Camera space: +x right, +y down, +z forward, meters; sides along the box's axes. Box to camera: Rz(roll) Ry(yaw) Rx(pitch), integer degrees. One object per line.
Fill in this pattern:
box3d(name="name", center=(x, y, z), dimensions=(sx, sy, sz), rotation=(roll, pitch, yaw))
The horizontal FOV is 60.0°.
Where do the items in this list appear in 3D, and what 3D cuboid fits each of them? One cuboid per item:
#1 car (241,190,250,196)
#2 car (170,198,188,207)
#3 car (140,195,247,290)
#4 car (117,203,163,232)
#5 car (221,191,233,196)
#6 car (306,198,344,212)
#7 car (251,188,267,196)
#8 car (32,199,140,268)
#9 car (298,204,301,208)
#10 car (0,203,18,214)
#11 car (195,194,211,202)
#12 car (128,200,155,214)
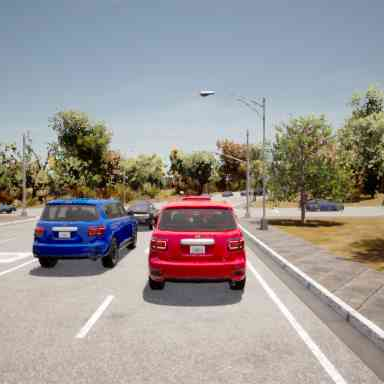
box3d(name="car", center=(14.251, 0.262, 86.364), dimensions=(2.128, 1.511, 4.902), rotation=(0, 3, 33))
box3d(name="car", center=(-2.191, 1.691, 56.473), dimensions=(1.994, 1.385, 4.181), rotation=(0, 0, 14))
box3d(name="car", center=(0.129, 1.230, 9.235), dimensions=(2.150, 2.045, 5.566), rotation=(0, 0, 0))
box3d(name="car", center=(-3.168, 1.536, 21.367), dimensions=(2.128, 1.511, 4.902), rotation=(0, 0, 1))
box3d(name="car", center=(8.916, 0.571, 84.149), dimensions=(1.994, 1.385, 4.181), rotation=(0, 3, 28))
box3d(name="car", center=(15.736, 1.615, 39.419), dimensions=(4.181, 1.385, 1.994), rotation=(-1, 0, 4))
box3d(name="car", center=(17.566, -0.079, 85.080), dimensions=(2.150, 2.045, 5.566), rotation=(0, 3, 33))
box3d(name="car", center=(-3.353, 1.235, 11.514), dimensions=(2.150, 2.045, 5.566), rotation=(0, 0, 1))
box3d(name="car", center=(16.264, 1.562, 42.894), dimensions=(4.892, 1.490, 1.837), rotation=(-1, 0, 3))
box3d(name="car", center=(-22.992, 1.815, 38.057), dimensions=(5.357, 1.411, 2.033), rotation=(-2, 0, 3))
box3d(name="car", center=(2.437, 1.261, 70.592), dimensions=(1.882, 1.535, 5.008), rotation=(0, 2, 21))
box3d(name="car", center=(-5.694, 1.623, 37.894), dimensions=(1.812, 1.442, 4.674), rotation=(0, 0, 7))
